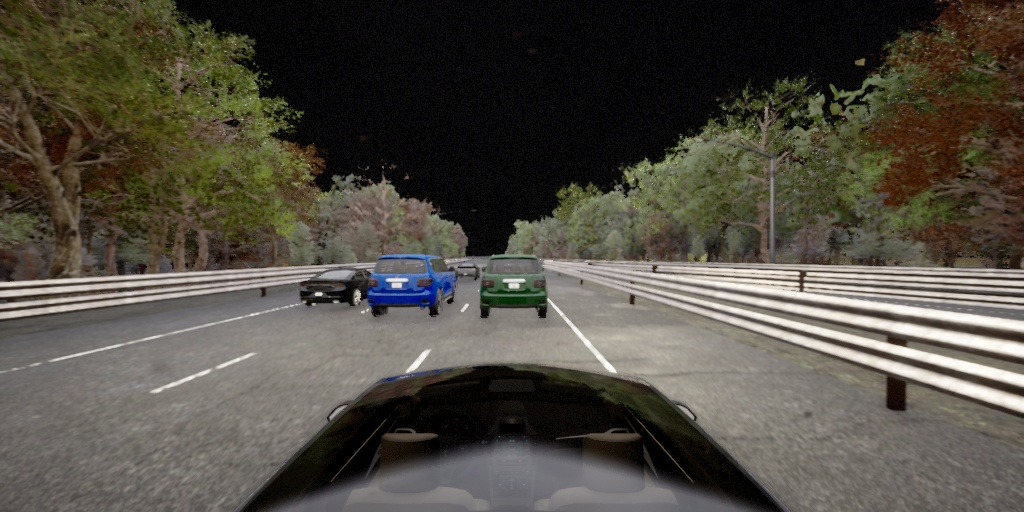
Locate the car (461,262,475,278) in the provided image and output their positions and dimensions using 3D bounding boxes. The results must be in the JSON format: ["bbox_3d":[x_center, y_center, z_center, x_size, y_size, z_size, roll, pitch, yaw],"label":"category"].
[{"bbox_3d":[-3.717,1.239,30.725,2.128,1.511,4.902,0,0,-1],"label":"car"}]

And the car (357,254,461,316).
[{"bbox_3d":[-3.464,0.968,13.396,2.150,2.045,5.566,0,0,0],"label":"car"}]

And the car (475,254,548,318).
[{"bbox_3d":[0.038,0.967,13.178,2.150,2.045,5.566,0,0,0],"label":"car"}]

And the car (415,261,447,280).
[{"bbox_3d":[-7.254,1.228,32.475,1.882,1.535,5.008,0,0,-1],"label":"car"}]

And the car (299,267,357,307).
[{"bbox_3d":[-6.985,1.225,15.391,1.882,1.535,5.008,0,0,-1],"label":"car"}]
